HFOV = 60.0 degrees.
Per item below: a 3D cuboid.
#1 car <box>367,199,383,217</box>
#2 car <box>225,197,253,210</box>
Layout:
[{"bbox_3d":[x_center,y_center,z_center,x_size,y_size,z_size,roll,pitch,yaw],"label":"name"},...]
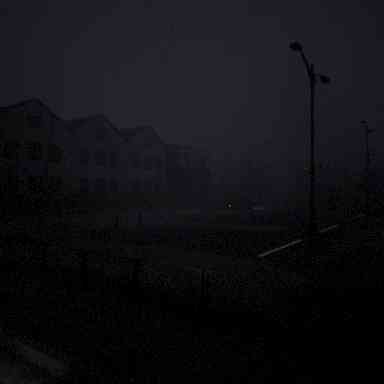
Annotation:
[{"bbox_3d":[15.422,1.298,26.809,2.007,1.523,4.514,0,0,35],"label":"car"},{"bbox_3d":[5.632,1.313,39.493,1.837,1.490,4.892,0,0,35],"label":"car"}]
